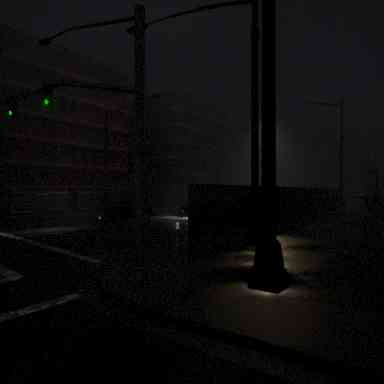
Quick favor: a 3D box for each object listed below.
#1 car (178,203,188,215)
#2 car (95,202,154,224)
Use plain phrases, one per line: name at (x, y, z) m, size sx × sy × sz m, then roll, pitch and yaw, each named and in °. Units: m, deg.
car at (0.537, 1.504, 32.511) m, size 1.837 × 1.490 × 4.892 m, roll 0°, pitch 0°, yaw 35°
car at (-4.902, 1.490, 24.766) m, size 2.128 × 1.511 × 4.902 m, roll 0°, pitch 0°, yaw 35°
